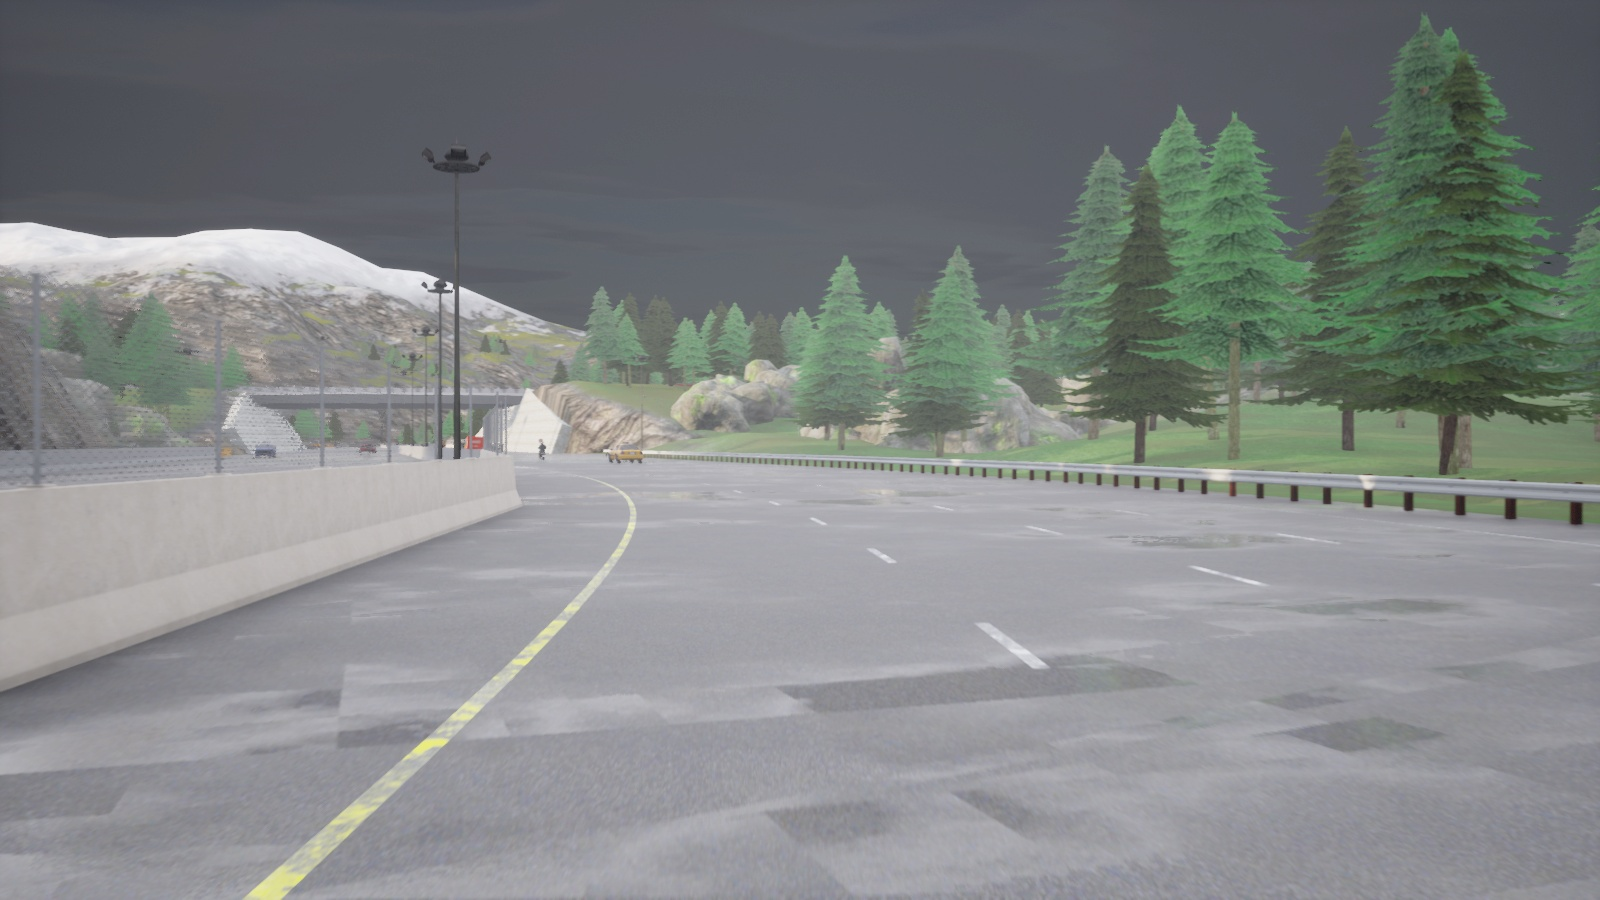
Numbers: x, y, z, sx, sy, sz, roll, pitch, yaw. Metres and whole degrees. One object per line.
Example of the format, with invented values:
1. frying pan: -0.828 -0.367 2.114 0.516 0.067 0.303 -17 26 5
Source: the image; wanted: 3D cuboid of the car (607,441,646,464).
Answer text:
1. car: -12.783 0.158 92.279 1.801 1.575 5.366 0 0 -19
